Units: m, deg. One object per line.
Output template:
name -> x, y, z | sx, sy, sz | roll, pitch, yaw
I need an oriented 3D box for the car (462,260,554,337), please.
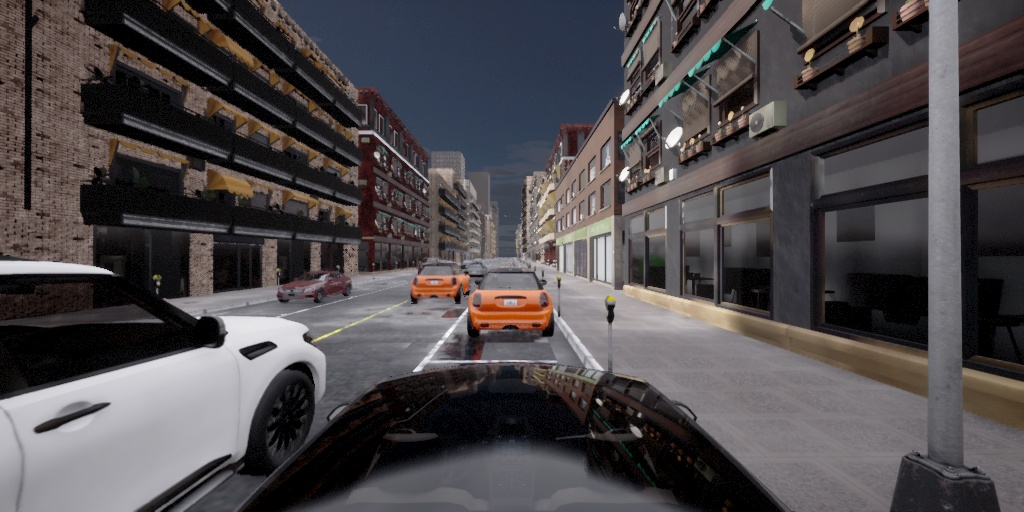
car -> -0.032, 1.103, 10.469 | 2.097, 1.767, 4.553 | 0, 0, 0

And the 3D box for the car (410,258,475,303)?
car -> -3.144, 1.101, 16.674 | 2.097, 1.767, 4.553 | 0, 0, 0

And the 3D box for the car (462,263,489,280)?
car -> -3.141, 1.314, 31.910 | 1.994, 1.385, 4.181 | 0, 0, 0

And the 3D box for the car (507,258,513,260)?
car -> -0.456, 1.275, 39.173 | 1.751, 1.417, 4.829 | 0, 0, 0

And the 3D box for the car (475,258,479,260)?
car -> -6.150, 1.227, 49.848 | 1.882, 1.535, 5.008 | 0, 0, 0

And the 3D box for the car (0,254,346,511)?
car -> -3.145, 0.973, 1.621 | 2.150, 2.045, 5.566 | 0, 0, 0

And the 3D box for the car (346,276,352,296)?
car -> -8.837, 1.333, 16.462 | 1.802, 1.307, 4.207 | 0, 0, 0
